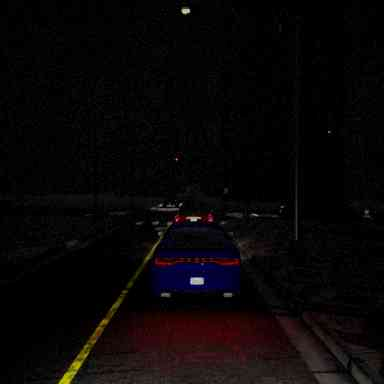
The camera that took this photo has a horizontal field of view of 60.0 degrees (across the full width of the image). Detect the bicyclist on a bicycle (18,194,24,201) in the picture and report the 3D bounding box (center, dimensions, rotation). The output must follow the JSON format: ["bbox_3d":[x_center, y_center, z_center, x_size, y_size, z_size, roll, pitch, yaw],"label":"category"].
[{"bbox_3d":[-20.511,1.030,39.775,0.582,1.620,1.656,1,0,0],"label":"bicyclist on a bicycle"}]

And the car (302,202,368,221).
[{"bbox_3d":[12.125,1.775,28.398,4.313,1.339,1.947,1,-1,0],"label":"car"}]

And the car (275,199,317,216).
[{"bbox_3d":[10.940,1.539,34.247,4.553,1.767,2.097,1,0,0],"label":"car"}]

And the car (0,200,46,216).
[{"bbox_3d":[-14.784,1.367,28.293,4.403,1.369,2.008,1,-1,0],"label":"car"}]

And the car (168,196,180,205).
[{"bbox_3d":[-3.101,1.526,59.183,1.812,1.442,4.674,0,0,1],"label":"car"}]

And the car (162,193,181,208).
[{"bbox_3d":[-3.111,1.222,49.351,2.150,2.045,5.566,0,0,0],"label":"car"}]

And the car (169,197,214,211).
[{"bbox_3d":[0.114,1.352,17.710,2.097,1.767,4.553,0,0,1],"label":"car"}]

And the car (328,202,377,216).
[{"bbox_3d":[17.773,1.842,36.925,4.403,1.369,2.008,1,-1,0],"label":"car"}]

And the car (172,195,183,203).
[{"bbox_3d":[-3.034,1.493,69.501,2.128,1.511,4.902,0,0,0],"label":"car"}]

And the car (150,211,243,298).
[{"bbox_3d":[0.098,1.477,8.556,1.882,1.535,5.008,0,0,0],"label":"car"}]

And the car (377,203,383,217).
[{"bbox_3d":[21.902,1.883,34.251,4.674,1.442,1.812,1,0,0],"label":"car"}]

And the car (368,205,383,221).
[{"bbox_3d":[17.938,1.824,28.401,4.829,1.417,1.752,1,-1,0],"label":"car"}]
